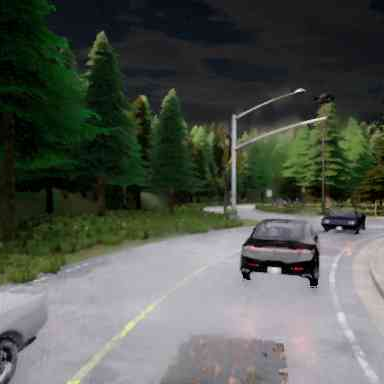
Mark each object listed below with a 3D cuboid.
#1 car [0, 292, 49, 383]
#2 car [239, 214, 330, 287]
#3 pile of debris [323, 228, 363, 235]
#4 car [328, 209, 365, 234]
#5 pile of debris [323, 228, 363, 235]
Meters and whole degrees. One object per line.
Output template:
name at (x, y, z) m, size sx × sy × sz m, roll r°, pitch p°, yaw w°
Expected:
car at (-3.200, 1.589, 2.468) m, size 1.895 × 1.301 × 4.718 m, roll 0°, pitch 0°, yaw 8°
car at (2.679, 1.507, 9.537) m, size 2.128 × 1.511 × 4.902 m, roll 0°, pitch 0°, yaw 21°
pile of debris at (8.602, 2.219, 18.895) m, size 1.860 × 0.140 × 1.500 m, roll 0°, pitch 0°, yaw -44°
car at (8.996, 1.646, 19.581) m, size 1.895 × 1.301 × 4.718 m, roll 0°, pitch 0°, yaw 32°
pile of debris at (8.602, 2.219, 18.895) m, size 1.860 × 0.140 × 1.500 m, roll 0°, pitch 0°, yaw -44°
